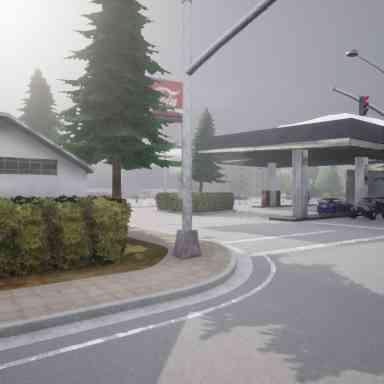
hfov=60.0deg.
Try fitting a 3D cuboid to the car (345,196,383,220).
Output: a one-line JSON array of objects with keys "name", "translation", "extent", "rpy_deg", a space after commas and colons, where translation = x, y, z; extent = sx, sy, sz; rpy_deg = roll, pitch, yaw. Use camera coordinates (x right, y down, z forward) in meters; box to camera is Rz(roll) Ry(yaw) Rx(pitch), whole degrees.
[{"name": "car", "translation": [15.127, 1.313, 28.220], "extent": [3.866, 1.878, 1.905], "rpy_deg": [0, 0, -36]}]

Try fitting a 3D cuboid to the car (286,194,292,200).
[{"name": "car", "translation": [26.378, 1.330, 84.840], "extent": [2.152, 1.636, 5.027], "rpy_deg": [0, 0, -36]}]

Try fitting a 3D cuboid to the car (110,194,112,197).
[{"name": "car", "translation": [-17.801, 1.298, 75.424], "extent": [2.007, 1.523, 4.514], "rpy_deg": [0, 0, -36]}]

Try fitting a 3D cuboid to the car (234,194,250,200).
[{"name": "car", "translation": [12.285, 1.320, 84.055], "extent": [1.845, 1.501, 3.633], "rpy_deg": [0, 0, -36]}]

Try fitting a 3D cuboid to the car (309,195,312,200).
[{"name": "car", "translation": [28.881, 1.339, 86.732], "extent": [2.007, 1.523, 4.514], "rpy_deg": [0, 0, -36]}]

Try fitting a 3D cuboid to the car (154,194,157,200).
[{"name": "car", "translation": [-6.293, 1.097, 71.430], "extent": [1.932, 1.855, 4.605], "rpy_deg": [0, 0, -36]}]

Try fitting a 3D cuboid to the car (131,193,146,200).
[{"name": "car", "translation": [-14.005, 1.154, 87.322], "extent": [2.152, 1.636, 5.027], "rpy_deg": [0, 0, -36]}]

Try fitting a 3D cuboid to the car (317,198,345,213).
[{"name": "car", "translation": [15.293, 1.480, 35.350], "extent": [4.611, 1.667, 2.242], "rpy_deg": [0, 0, -36]}]
